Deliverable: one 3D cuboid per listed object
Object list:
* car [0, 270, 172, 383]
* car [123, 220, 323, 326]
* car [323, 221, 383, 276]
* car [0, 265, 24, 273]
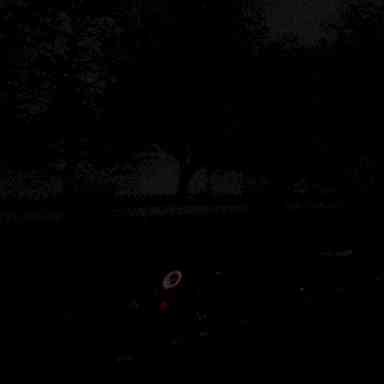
[{"bbox_3d":[-2.575,1.527,1.540,4.674,1.442,1.812,0,0,-36],"label":"car"},{"bbox_3d":[0.610,1.434,7.003,4.097,1.590,1.967,0,0,-36],"label":"car"},{"bbox_3d":[5.113,1.569,10.230,4.206,1.307,1.802,0,0,-36],"label":"car"},{"bbox_3d":[-3.892,1.567,3.778,4.313,1.339,1.947,0,0,-36],"label":"car"}]
